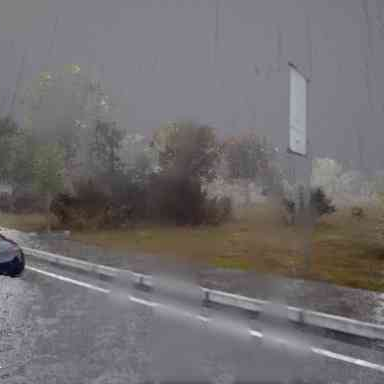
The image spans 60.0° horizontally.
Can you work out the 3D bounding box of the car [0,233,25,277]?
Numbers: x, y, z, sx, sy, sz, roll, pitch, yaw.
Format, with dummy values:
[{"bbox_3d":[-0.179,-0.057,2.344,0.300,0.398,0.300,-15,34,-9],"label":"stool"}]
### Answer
[{"bbox_3d":[-6.408,1.582,9.252,4.181,1.385,1.994,0,0,40],"label":"car"}]
